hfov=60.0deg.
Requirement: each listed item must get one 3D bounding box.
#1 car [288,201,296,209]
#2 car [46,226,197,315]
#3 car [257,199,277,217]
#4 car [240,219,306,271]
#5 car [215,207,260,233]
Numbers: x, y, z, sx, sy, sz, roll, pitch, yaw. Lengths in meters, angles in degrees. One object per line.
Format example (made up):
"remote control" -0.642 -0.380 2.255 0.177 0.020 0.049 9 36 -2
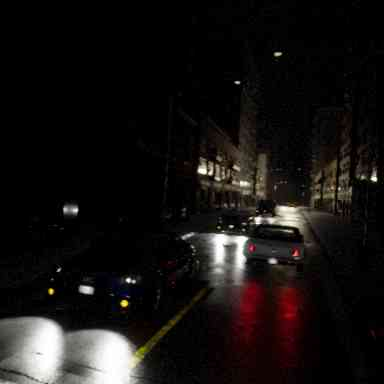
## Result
"car" 25.463 3.440 84.599 1.882 1.535 5.008 4 0 17
"car" -1.245 1.518 7.559 1.994 1.385 4.181 4 0 16
"car" 9.433 1.982 41.887 2.150 2.045 5.566 4 0 17
"car" 3.123 1.854 12.185 1.895 1.301 4.718 4 0 17
"car" 2.845 1.835 20.927 1.994 1.385 4.181 4 0 17
